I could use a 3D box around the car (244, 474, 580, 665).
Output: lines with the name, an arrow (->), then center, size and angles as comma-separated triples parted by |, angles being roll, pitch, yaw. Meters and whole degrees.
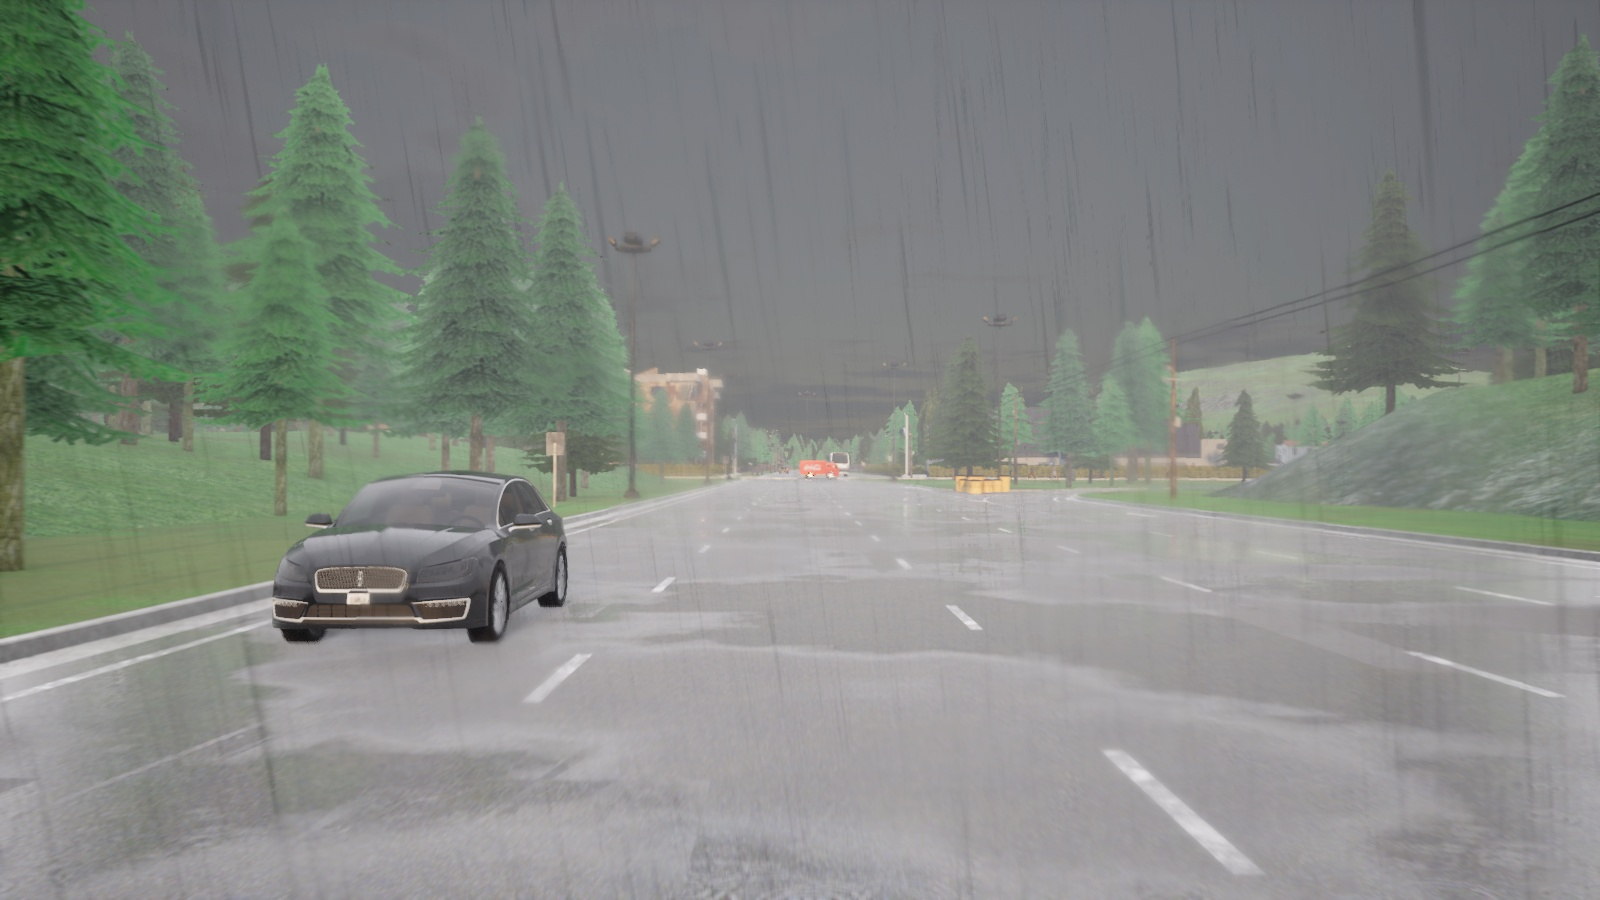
car -> -3.529, 1.005, 12.480 | 1.837, 1.490, 4.892 | 0, -1, 0
